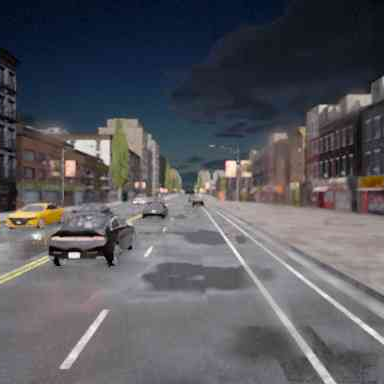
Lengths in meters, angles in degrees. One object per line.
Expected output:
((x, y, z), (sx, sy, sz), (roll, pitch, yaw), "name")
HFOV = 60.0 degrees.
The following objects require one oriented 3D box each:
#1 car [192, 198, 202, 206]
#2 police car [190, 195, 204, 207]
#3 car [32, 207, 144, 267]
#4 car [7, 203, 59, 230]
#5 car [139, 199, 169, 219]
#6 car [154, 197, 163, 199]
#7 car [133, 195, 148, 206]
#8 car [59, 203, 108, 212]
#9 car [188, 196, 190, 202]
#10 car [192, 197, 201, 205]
((0.992, 1.820, 63.992), (1.837, 1.490, 4.892), (0, -1, 0), "car")
((0.989, 1.627, 54.103), (1.930, 1.638, 5.238), (0, -1, 0), "police car")
((-3.149, 1.482, 11.328), (2.128, 1.511, 4.902), (0, 0, 0), "car")
((-9.844, 1.464, 21.397), (1.882, 1.535, 5.008), (0, 0, 0), "car")
((-3.144, 1.551, 29.158), (1.994, 1.385, 4.181), (0, 0, 0), "car")
((-6.505, 1.661, 63.463), (2.097, 1.767, 4.553), (0, -1, 1), "car")
((-9.746, 1.530, 63.348), (2.150, 2.045, 5.566), (0, -1, 0), "car")
((-6.593, 1.478, 21.947), (2.128, 1.511, 4.902), (0, 0, 0), "car")
((0.025, 1.879, 88.779), (2.097, 1.767, 4.553), (0, -1, 0), "car")
((0.994, 1.851, 70.183), (1.801, 1.575, 5.366), (0, -1, 0), "car")
